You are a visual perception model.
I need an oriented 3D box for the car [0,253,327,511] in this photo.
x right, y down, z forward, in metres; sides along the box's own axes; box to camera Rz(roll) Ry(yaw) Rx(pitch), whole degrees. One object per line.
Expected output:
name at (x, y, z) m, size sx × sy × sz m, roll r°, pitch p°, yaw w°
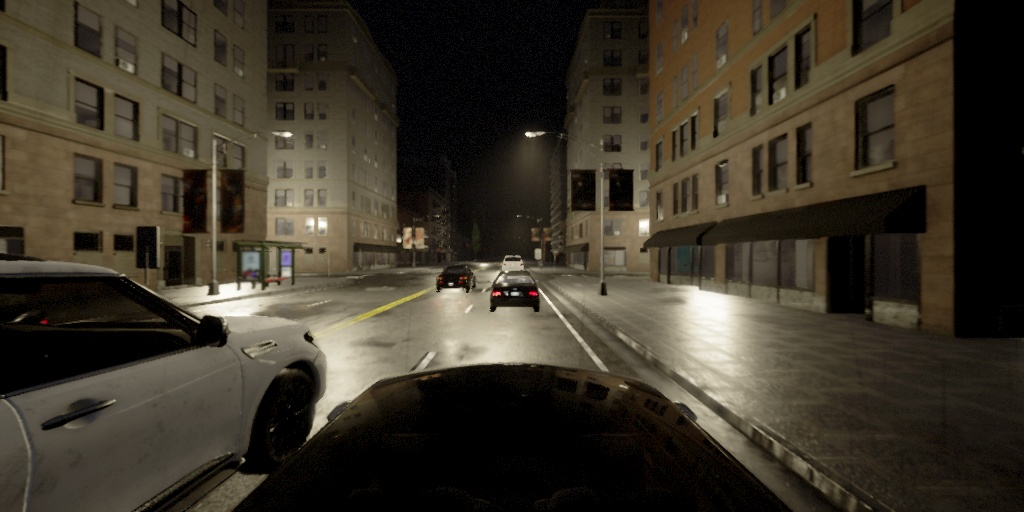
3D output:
car at (-3.149, 0.972, 1.649) m, size 2.150 × 2.045 × 5.566 m, roll 0°, pitch 0°, yaw 0°

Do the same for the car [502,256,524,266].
car at (0.098, 0.979, 37.514) m, size 2.150 × 2.045 × 5.566 m, roll 0°, pitch 0°, yaw 0°

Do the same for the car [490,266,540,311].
car at (0.099, 1.296, 14.353) m, size 2.033 × 1.411 × 5.357 m, roll 0°, pitch 0°, yaw 0°

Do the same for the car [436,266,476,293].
car at (-3.150, 1.276, 20.753) m, size 1.812 × 1.442 × 4.674 m, roll 0°, pitch 0°, yaw 0°

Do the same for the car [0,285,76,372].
car at (-9.836, 1.297, 4.561) m, size 2.033 × 1.411 × 5.357 m, roll 0°, pitch 0°, yaw 0°
